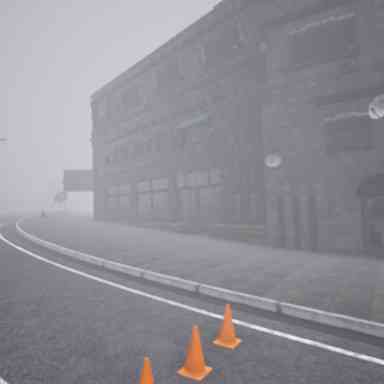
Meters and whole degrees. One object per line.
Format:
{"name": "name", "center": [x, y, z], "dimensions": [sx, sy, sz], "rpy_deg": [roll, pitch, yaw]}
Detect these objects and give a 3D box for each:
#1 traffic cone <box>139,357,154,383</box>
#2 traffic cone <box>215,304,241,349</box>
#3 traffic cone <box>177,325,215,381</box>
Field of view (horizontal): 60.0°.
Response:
{"name": "traffic cone", "center": [-0.472, 1.998, 3.417], "dimensions": [0.340, 0.580, 0.340], "rpy_deg": [0, -1, 31]}
{"name": "traffic cone", "center": [0.545, 2.024, 5.135], "dimensions": [0.340, 0.580, 0.340], "rpy_deg": [0, -1, 31]}
{"name": "traffic cone", "center": [0.037, 2.011, 4.276], "dimensions": [0.340, 0.580, 0.340], "rpy_deg": [0, -1, 31]}
